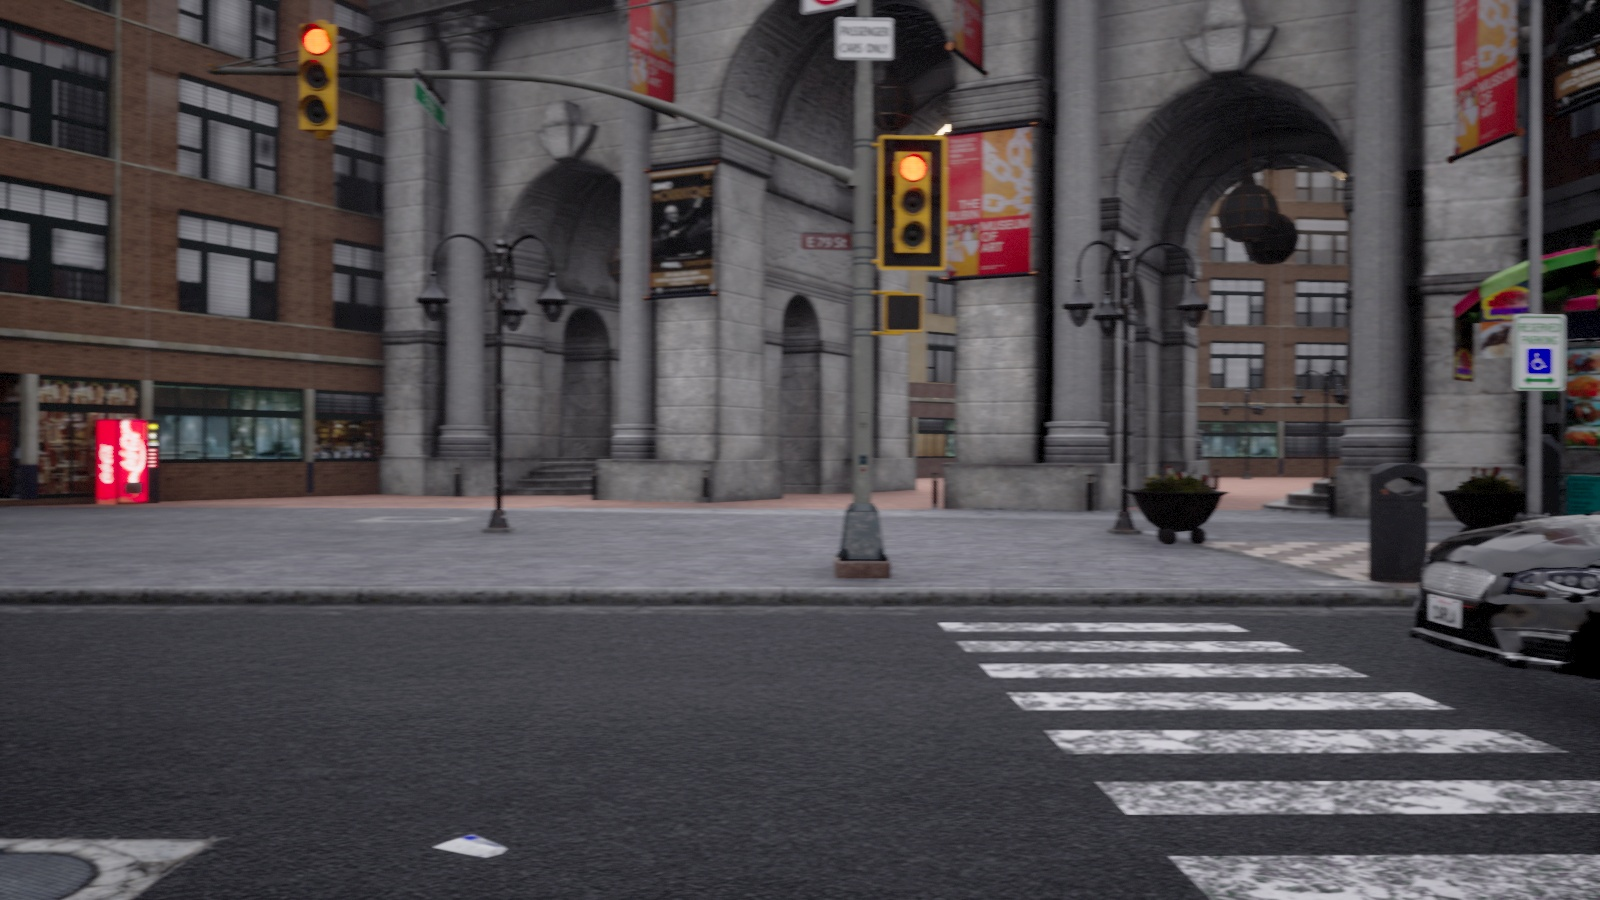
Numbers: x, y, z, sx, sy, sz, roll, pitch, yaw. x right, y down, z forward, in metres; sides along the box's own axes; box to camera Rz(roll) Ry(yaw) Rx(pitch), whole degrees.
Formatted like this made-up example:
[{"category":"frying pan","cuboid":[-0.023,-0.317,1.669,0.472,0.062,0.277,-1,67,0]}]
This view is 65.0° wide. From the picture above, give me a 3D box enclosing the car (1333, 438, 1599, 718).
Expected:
[{"category":"car","cuboid":[6.260,0.690,7.916,4.902,1.511,2.128,0,0,-2]}]
